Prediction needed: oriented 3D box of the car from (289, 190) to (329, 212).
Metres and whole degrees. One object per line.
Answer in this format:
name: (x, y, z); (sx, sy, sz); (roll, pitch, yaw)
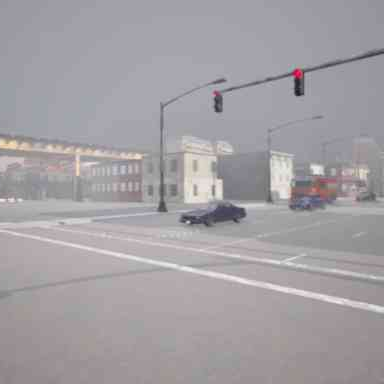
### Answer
car: (11.388, 0.940, 32.868); (2.097, 1.767, 4.553); (0, 1, 42)

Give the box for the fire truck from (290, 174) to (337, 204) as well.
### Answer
fire truck: (15.736, -0.289, 42.684); (2.891, 3.827, 8.468); (0, 1, 42)

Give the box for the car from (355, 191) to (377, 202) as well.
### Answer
car: (24.877, 0.697, 47.477); (1.837, 1.490, 4.892); (0, 1, 42)

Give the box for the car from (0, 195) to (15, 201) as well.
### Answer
car: (-46.046, 1.540, 83.579); (2.038, 1.542, 4.974); (0, 0, -17)

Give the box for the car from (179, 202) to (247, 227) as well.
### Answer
car: (1.544, 1.405, 22.116); (2.033, 1.411, 5.357); (0, 1, 42)

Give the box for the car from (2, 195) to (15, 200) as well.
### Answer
car: (-46.062, 1.382, 83.628); (1.853, 1.218, 4.536); (0, 0, -17)
